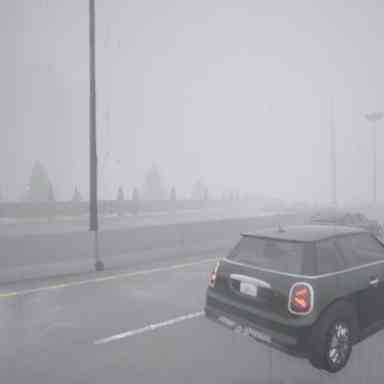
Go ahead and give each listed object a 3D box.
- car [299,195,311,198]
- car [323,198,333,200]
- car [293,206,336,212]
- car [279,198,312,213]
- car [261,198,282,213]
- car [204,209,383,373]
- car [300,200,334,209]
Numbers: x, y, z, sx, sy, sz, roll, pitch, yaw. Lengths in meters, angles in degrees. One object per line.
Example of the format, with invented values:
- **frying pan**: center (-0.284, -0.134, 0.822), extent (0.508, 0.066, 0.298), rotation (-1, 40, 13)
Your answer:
- **car**: center (25.943, 1.634, 76.331), extent (2.150, 2.045, 5.566), rotation (0, -1, 6)
- **car**: center (28.692, 1.959, 70.463), extent (1.812, 1.442, 4.674), rotation (0, -1, 9)
- **car**: center (6.455, 1.548, 14.113), extent (4.892, 1.490, 1.837), rotation (0, 0, -44)
- **car**: center (11.909, 1.734, 37.236), extent (2.033, 1.411, 5.357), rotation (0, -1, 33)
- **car**: center (10.135, 1.574, 41.102), extent (2.097, 1.767, 4.553), rotation (0, -1, 31)
- **car**: center (2.448, 1.368, 5.943), extent (4.553, 1.767, 2.097), rotation (0, 0, -39)
- **car**: center (12.144, 1.740, 31.451), extent (1.895, 1.301, 4.718), rotation (0, -1, 36)
